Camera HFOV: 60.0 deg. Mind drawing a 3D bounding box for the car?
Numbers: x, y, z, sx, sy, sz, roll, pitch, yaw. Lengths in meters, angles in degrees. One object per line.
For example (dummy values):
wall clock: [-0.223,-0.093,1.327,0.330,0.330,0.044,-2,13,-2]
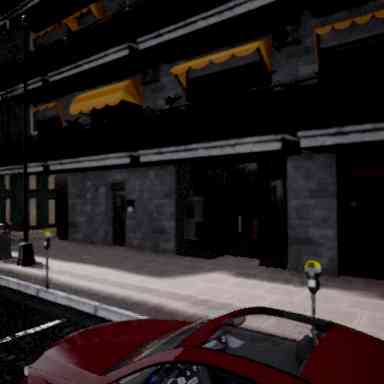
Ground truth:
car: [0.365,1.589,2.468,4.206,1.307,1.802,0,-1,36]
